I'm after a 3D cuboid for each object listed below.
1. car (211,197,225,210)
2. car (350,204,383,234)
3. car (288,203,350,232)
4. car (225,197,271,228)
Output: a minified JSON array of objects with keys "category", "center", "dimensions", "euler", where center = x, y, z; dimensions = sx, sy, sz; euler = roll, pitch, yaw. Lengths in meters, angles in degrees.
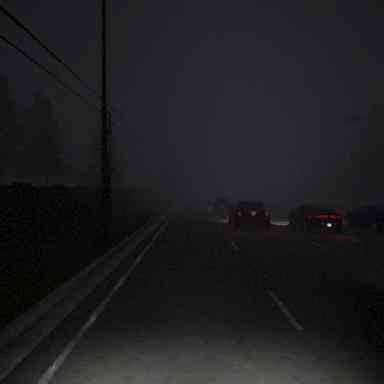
[{"category":"car","center":[3.568,1.374,41.511],"dimensions":[1.837,1.490,4.892],"euler":[0,0,0]},{"category":"car","center":[10.586,1.418,18.980],"dimensions":[1.882,1.535,5.008],"euler":[0,0,0]},{"category":"car","center":[7.085,1.443,19.578],"dimensions":[1.837,1.490,4.892],"euler":[0,0,0]},{"category":"car","center":[3.583,1.285,21.479],"dimensions":[2.097,1.767,4.553],"euler":[0,0,0]}]
